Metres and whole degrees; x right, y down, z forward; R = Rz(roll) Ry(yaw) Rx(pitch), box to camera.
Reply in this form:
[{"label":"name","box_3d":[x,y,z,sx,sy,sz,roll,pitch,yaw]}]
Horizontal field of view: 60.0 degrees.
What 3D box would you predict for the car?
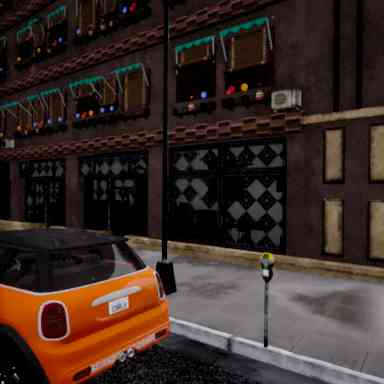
[{"label":"car","box_3d":[-2.574,1.350,5.167,4.553,1.767,2.097,0,0,36]}]
